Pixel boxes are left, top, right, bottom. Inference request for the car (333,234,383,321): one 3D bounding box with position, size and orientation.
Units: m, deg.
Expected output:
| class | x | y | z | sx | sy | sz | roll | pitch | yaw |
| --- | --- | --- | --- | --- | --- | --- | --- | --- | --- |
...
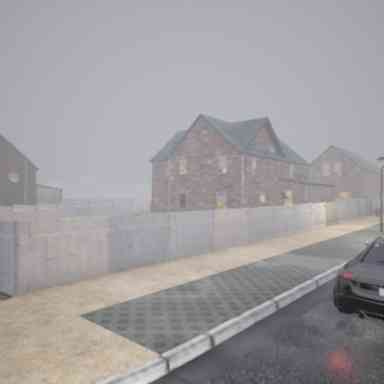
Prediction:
| class | x | y | z | sx | sy | sz | roll | pitch | yaw |
| --- | --- | --- | --- | --- | --- | --- | --- | --- | --- |
| car | 4.413 | 1.550 | 6.667 | 1.994 | 1.385 | 4.181 | 0 | 0 | 41 |
